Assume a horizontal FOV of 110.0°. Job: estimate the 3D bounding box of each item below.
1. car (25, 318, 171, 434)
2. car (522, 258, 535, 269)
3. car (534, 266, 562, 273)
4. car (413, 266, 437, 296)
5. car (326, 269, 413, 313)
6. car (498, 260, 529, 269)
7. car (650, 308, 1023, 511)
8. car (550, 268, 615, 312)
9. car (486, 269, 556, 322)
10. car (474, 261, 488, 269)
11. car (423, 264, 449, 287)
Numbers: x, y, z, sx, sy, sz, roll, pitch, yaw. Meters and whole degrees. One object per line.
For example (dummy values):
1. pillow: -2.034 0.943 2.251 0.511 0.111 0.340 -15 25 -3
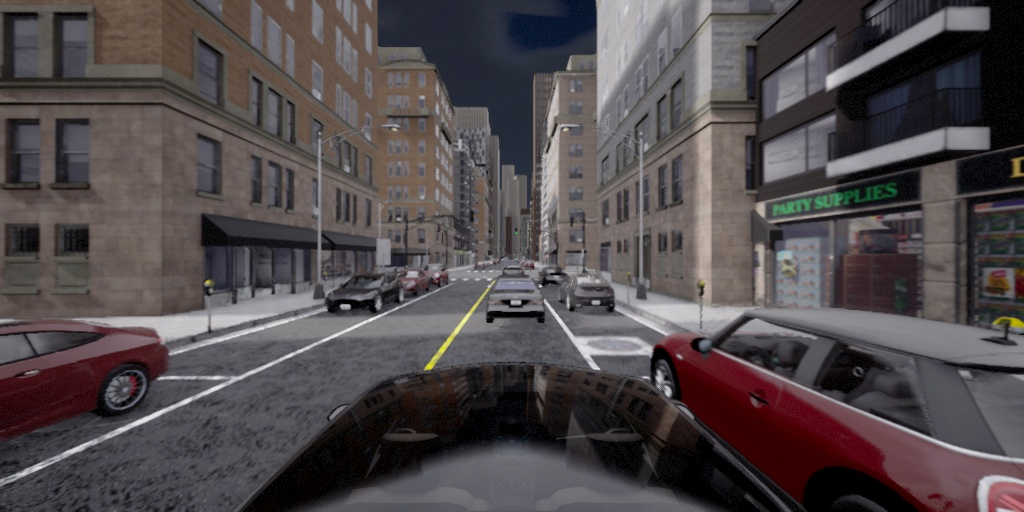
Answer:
1. car: -5.668 1.339 3.371 1.802 1.307 4.207 0 0 0
2. car: 2.906 1.473 62.462 1.967 1.591 4.097 0 0 0
3. car: 2.862 1.413 25.373 1.948 1.339 4.313 0 0 0
4. car: -5.665 1.406 19.874 1.802 1.307 4.207 0 0 0
5. car: -5.666 1.367 14.373 1.948 1.339 4.313 0 0 0
6. car: 0.107 1.361 30.684 2.128 1.511 4.902 0 0 0
7. car: 2.857 1.197 3.368 1.967 1.591 4.097 0 0 0
8. car: 2.859 1.352 14.371 2.007 1.370 4.403 0 0 0
9. car: 0.104 1.341 12.427 2.033 1.411 5.357 0 0 0
10. car: -5.620 1.615 62.477 1.802 1.307 4.207 0 0 0
11. car: -5.663 1.286 25.376 1.967 1.591 4.097 0 0 0
